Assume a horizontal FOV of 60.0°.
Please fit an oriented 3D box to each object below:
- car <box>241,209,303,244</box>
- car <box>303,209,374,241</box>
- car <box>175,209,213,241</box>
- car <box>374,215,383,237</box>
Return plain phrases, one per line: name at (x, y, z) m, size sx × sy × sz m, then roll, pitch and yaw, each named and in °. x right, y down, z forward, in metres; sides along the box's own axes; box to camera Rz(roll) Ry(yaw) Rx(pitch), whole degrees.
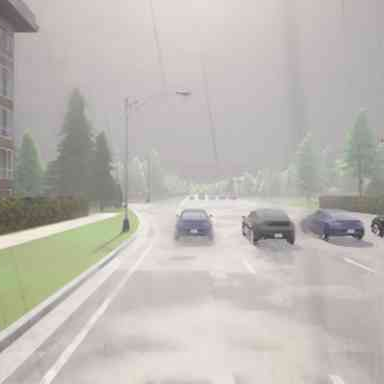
car at (3.600, 1.578, 16.257) m, size 1.837 × 1.490 × 4.892 m, roll 0°, pitch 0°, yaw 0°
car at (7.101, 1.603, 17.158) m, size 1.812 × 1.442 × 4.674 m, roll 0°, pitch 0°, yaw 0°
car at (0.101, 1.604, 17.190) m, size 1.812 × 1.442 × 4.674 m, roll 0°, pitch 0°, yaw 0°
car at (10.599, 1.424, 15.872) m, size 2.097 × 1.767 × 4.553 m, roll 0°, pitch 0°, yaw 0°
